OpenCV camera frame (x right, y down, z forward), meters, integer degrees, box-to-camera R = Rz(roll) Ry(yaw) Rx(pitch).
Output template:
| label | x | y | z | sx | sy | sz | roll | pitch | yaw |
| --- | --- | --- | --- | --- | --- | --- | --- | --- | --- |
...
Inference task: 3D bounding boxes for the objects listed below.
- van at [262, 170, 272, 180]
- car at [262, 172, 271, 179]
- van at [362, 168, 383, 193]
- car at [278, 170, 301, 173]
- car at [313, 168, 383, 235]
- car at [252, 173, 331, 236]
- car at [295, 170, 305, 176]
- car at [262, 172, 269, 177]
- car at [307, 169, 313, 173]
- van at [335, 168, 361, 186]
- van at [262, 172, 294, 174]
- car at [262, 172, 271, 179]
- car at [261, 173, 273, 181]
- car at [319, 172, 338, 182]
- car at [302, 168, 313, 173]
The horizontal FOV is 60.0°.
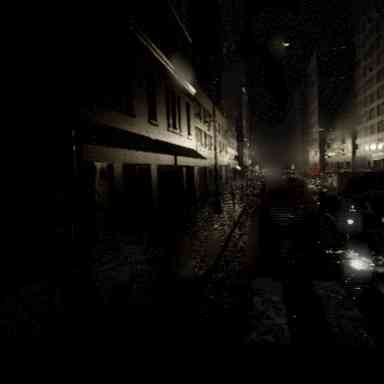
| label | x | y | z | sx | sy | sz | roll | pitch | yaw |
| --- | --- | --- | --- | --- | --- | --- | --- | --- | --- |
| van | 14.811 | -3.348 | 65.904 | 1.690 | 1.788 | 3.998 | -2 | 4 | 12 |
| car | 17.115 | -3.858 | 76.654 | 1.802 | 1.307 | 4.206 | -2 | 4 | 12 |
| van | 15.115 | -0.955 | 26.536 | 1.690 | 1.788 | 3.998 | -2 | 4 | 12 |
| car | 13.097 | -2.030 | 45.109 | 2.097 | 1.767 | 4.553 | -2 | 4 | 12 |
| car | 6.019 | 0.227 | 11.984 | 2.150 | 2.045 | 5.566 | -2 | 4 | 12 |
| car | 3.344 | 0.391 | 12.230 | 2.192 | 1.841 | 5.009 | -2 | 4 | 12 |
| car | 27.737 | -4.880 | 85.591 | 2.008 | 1.369 | 4.403 | -2 | 4 | 12 |
| car | 20.554 | -4.981 | 92.756 | 1.802 | 1.307 | 4.206 | -2 | 4 | 12 |
| car | 22.005 | -2.974 | 58.755 | 1.802 | 1.307 | 4.206 | -2 | 4 | 12 |
| van | 17.408 | -1.709 | 37.271 | 1.690 | 1.788 | 3.998 | -2 | 4 | 12 |
| van | 4.491 | 0.040 | 17.598 | 1.690 | 1.788 | 3.998 | -2 | 4 | 12 |
| car | 15.967 | -3.499 | 71.285 | 1.947 | 1.339 | 4.313 | -2 | 4 | 12 |
| car | 13.673 | -2.763 | 60.549 | 2.008 | 1.369 | 4.403 | -2 | 4 | 12 |
| car | 19.712 | -2.222 | 48.020 | 1.802 | 1.307 | 4.206 | -2 | 4 | 12 |
| car | 23.140 | -3.616 | 64.106 | 2.192 | 1.841 | 5.009 | -2 | 4 | 12 |
